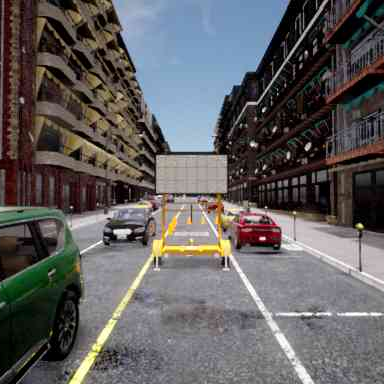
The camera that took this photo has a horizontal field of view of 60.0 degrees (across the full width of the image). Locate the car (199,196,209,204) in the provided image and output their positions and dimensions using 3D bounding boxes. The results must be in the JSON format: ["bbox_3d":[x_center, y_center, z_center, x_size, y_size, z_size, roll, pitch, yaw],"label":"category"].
[{"bbox_3d":[2.507,1.630,69.622,1.967,1.590,4.097,1,0,0],"label":"car"}]

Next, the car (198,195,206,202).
[{"bbox_3d":[2.512,1.688,58.560,1.887,1.381,4.507,1,0,0],"label":"car"}]

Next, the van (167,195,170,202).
[{"bbox_3d":[-5.364,1.484,58.612,1.690,1.788,3.998,1,0,0],"label":"van"}]

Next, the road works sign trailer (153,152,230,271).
[{"bbox_3d":[-0.013,0.477,10.977,2.380,3.560,2.880,0,0,0],"label":"road works sign trailer"}]

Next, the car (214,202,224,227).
[{"bbox_3d":[2.562,1.555,20.016,1.752,1.417,4.829,1,0,0],"label":"car"}]

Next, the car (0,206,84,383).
[{"bbox_3d":[-2.746,1.225,3.017,2.150,2.045,5.566,0,0,0],"label":"car"}]

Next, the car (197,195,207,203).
[{"bbox_3d":[2.454,1.557,80.684,2.192,1.841,5.009,1,0,0],"label":"car"}]

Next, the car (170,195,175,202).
[{"bbox_3d":[-5.377,1.506,69.673,2.192,1.841,5.009,1,0,0],"label":"car"}]

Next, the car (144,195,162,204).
[{"bbox_3d":[-5.341,1.401,42.022,2.192,1.841,5.009,2,0,0],"label":"car"}]

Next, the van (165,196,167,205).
[{"bbox_3d":[-5.356,1.463,53.080,1.690,1.788,3.998,2,0,0],"label":"van"}]

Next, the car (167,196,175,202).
[{"bbox_3d":[-5.405,1.837,86.264,1.947,1.339,4.313,1,0,0],"label":"car"}]

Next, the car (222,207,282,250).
[{"bbox_3d":[2.569,1.564,14.314,1.887,1.381,4.507,1,0,0],"label":"car"}]

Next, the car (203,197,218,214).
[{"bbox_3d":[2.540,1.615,36.436,1.887,1.381,4.507,1,0,0],"label":"car"}]

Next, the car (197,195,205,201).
[{"bbox_3d":[2.437,1.742,91.747,1.967,1.590,4.097,1,0,0],"label":"car"}]

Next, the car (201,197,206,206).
[{"bbox_3d":[2.533,1.636,41.968,2.008,1.369,4.403,1,0,0],"label":"car"}]

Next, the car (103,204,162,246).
[{"bbox_3d":[-2.772,1.513,15.523,2.128,1.511,4.902,0,0,0],"label":"car"}]

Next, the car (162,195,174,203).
[{"bbox_3d":[-5.384,1.531,75.203,2.192,1.841,5.009,1,0,0],"label":"car"}]

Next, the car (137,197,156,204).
[{"bbox_3d":[-5.339,1.595,36.320,1.752,1.417,4.829,2,0,0],"label":"car"}]
